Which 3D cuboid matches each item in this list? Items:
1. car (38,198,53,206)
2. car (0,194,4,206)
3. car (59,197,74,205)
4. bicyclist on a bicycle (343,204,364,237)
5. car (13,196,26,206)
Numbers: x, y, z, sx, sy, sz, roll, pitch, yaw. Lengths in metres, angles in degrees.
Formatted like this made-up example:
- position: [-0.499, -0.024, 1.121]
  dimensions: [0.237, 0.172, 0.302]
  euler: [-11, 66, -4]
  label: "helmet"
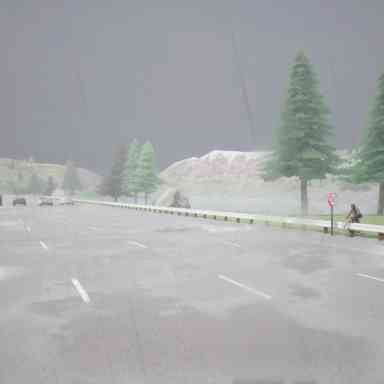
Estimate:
- position: [-24.036, 1.600, 54.446]
  dimensions: [1.895, 1.301, 4.718]
  euler: [0, 0, -31]
  label: "car"
- position: [-32.004, 1.221, 54.156]
  dimensions: [2.150, 2.045, 5.566]
  euler: [0, 0, -31]
  label: "car"
- position: [-21.663, 1.525, 57.301]
  dimensions: [1.812, 1.442, 4.674]
  euler: [0, 0, -30]
  label: "car"
- position: [8.097, 1.436, 16.589]
  dimensions: [1.656, 1.620, 0.582]
  euler: [5, -2, -30]
  label: "bicyclist on a bicycle"
- position: [-29.355, 1.491, 56.549]
  dimensions: [2.128, 1.511, 4.902]
  euler: [0, 0, -31]
  label: "car"
